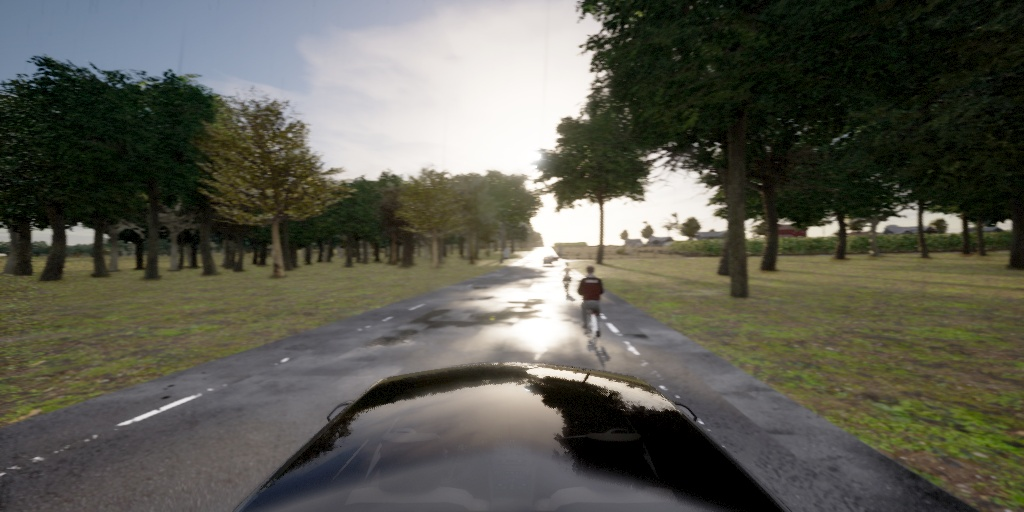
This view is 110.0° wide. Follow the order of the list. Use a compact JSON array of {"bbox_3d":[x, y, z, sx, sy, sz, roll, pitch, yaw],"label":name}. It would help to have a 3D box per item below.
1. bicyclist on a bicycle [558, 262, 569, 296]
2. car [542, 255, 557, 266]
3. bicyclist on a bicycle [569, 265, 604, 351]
[{"bbox_3d":[2.692,1.106,17.566,0.866,1.612,1.509,-1,0,5],"label":"bicyclist on a bicycle"},{"bbox_3d":[6.012,0.821,60.578,2.128,1.511,4.902,-1,1,6],"label":"car"},{"bbox_3d":[1.738,1.084,7.989,0.659,1.776,1.843,-1,0,6],"label":"bicyclist on a bicycle"}]
